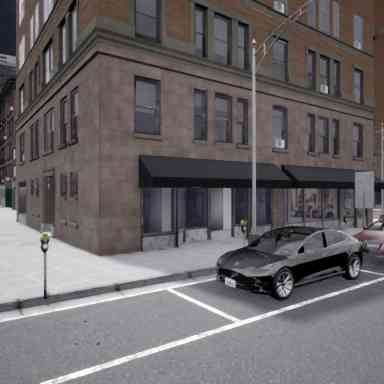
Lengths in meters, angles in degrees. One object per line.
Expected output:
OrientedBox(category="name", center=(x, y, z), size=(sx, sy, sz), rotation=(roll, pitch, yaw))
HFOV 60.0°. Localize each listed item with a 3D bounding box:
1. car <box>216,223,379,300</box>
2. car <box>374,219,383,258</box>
OrientedBox(category="car", center=(2.592, 1.566, 8.378), size=(4.313, 1.339, 1.947), rotation=(0, 0, -35))
OrientedBox(category="car", center=(7.073, 1.582, 11.569), size=(4.206, 1.307, 1.802), rotation=(0, 0, -35))
